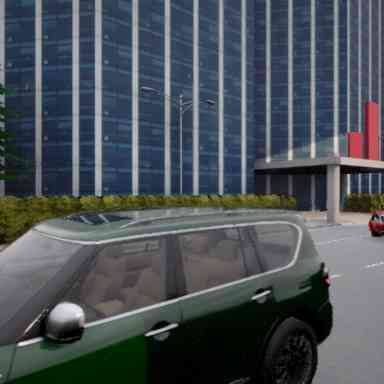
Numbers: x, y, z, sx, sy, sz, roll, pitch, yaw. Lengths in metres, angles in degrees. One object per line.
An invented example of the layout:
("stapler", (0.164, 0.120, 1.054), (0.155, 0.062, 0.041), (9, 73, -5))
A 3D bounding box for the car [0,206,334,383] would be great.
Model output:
("car", (-0.783, 1.220, 3.329), (5.566, 2.045, 2.150), (0, 0, -38))

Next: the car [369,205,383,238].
("car", (11.065, 1.222, 16.579), (5.566, 2.045, 2.150), (0, 0, -36))
